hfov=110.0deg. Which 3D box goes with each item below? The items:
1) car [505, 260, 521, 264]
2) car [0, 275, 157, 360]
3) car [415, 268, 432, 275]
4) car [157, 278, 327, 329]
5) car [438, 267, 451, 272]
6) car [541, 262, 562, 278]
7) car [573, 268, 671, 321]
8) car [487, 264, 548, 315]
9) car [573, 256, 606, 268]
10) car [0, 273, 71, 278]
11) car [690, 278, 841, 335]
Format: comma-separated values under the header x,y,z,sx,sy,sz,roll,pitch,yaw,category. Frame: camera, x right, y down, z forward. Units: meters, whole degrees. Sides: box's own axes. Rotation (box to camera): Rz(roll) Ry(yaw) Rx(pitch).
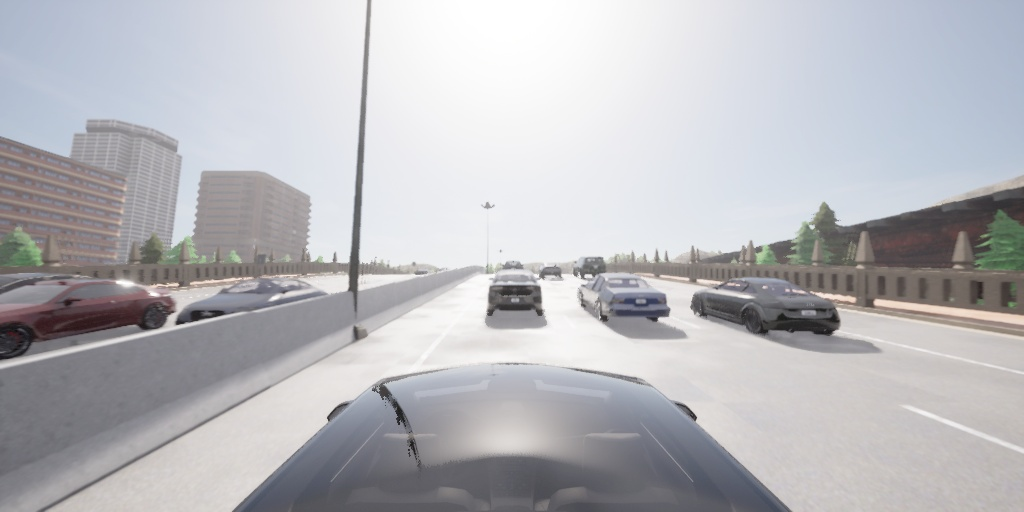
x,y,z,sx,sy,sz,roll,pitch,yaw,category
0.099,1.171,34.189,2.097,1.767,4.553,0,0,0,car
-10.599,1.289,8.483,1.812,1.442,4.674,0,0,0,car
-14.002,2.549,57.183,1.994,1.385,4.181,0,-6,0,car
-7.099,1.331,10.336,1.994,1.385,4.181,0,0,0,car
-10.502,2.480,57.037,1.837,1.490,4.892,0,-6,0,car
3.599,1.312,34.319,2.128,1.511,4.902,0,0,0,car
3.600,1.320,12.524,2.033,1.411,5.357,0,0,0,car
0.100,1.253,13.798,1.882,1.535,5.008,0,0,0,car
7.087,1.037,33.137,2.150,2.045,5.566,0,0,0,car
-14.100,1.271,10.117,1.837,1.490,4.892,0,0,0,car
7.100,1.333,10.579,1.994,1.385,4.181,0,0,0,car
